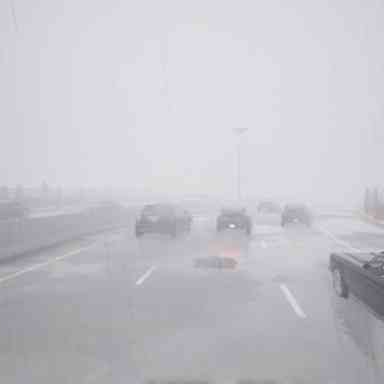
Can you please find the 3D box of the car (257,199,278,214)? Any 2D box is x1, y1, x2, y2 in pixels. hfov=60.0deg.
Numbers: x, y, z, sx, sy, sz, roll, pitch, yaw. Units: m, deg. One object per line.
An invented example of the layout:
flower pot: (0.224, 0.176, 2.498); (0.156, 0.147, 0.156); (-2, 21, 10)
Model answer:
car: (8.526, 1.530, 36.731); (1.837, 1.490, 4.892); (0, 0, 24)

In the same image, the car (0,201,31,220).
car: (-14.271, 1.434, 24.897); (1.837, 1.490, 4.892); (0, 0, 14)

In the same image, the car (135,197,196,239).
car: (-1.362, 1.341, 17.661); (2.097, 1.767, 4.553); (0, 0, 11)

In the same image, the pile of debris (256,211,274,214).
pile of debris: (7.907, 2.200, 35.958); (1.500, 0.140, 1.860); (0, 0, 24)

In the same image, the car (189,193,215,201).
car: (0.702, 1.214, 45.075); (2.150, 2.045, 5.566); (0, 0, 27)

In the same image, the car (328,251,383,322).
car: (3.914, 1.617, 5.538); (1.895, 1.301, 4.718); (0, 0, 4)

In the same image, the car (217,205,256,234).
car: (2.611, 1.511, 19.596); (1.837, 1.490, 4.892); (0, 0, 13)

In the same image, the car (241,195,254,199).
car: (11.171, 1.284, 68.125); (1.812, 1.442, 4.674); (0, 0, 34)

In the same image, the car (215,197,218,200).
car: (3.039, 1.536, 62.403); (1.837, 1.490, 4.892); (0, 0, 34)

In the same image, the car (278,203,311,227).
car: (7.111, 1.530, 22.973); (1.837, 1.490, 4.892); (0, 0, 16)

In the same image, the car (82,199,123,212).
car: (-8.528, 1.458, 32.081); (1.837, 1.490, 4.892); (0, 0, 19)
